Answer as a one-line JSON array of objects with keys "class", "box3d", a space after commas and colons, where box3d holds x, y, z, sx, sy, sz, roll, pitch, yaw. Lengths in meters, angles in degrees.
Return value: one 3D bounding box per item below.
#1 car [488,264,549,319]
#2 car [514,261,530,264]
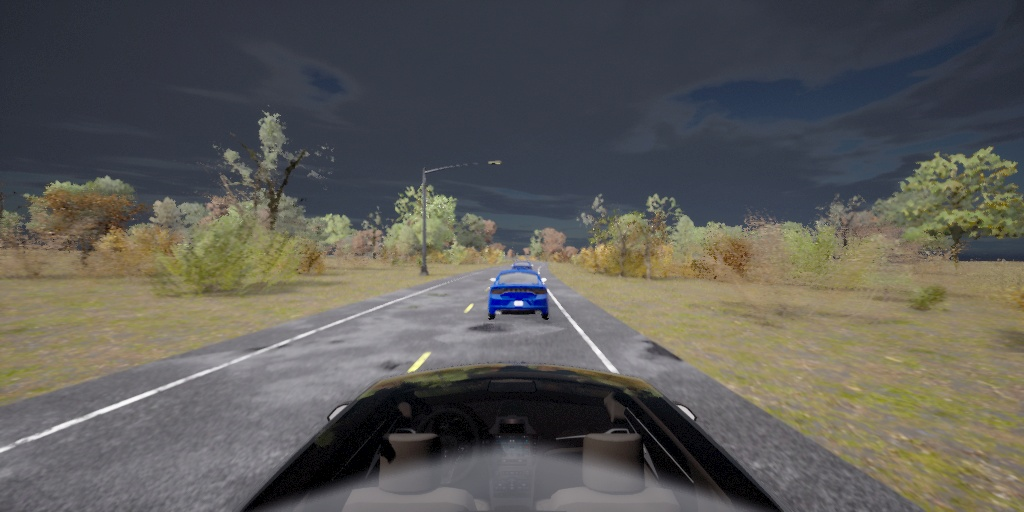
[{"class": "car", "box3d": [0.231, 1.209, 12.792, 1.882, 1.535, 5.008, 0, 0, 1]}, {"class": "car", "box3d": [0.939, 1.196, 33.059, 1.882, 1.535, 5.008, 0, 0, 3]}]
